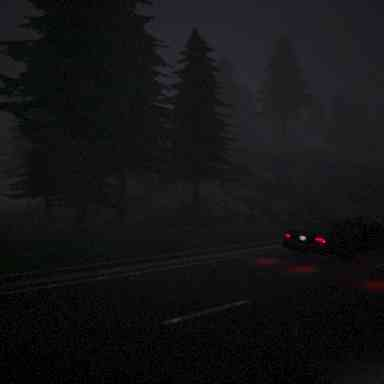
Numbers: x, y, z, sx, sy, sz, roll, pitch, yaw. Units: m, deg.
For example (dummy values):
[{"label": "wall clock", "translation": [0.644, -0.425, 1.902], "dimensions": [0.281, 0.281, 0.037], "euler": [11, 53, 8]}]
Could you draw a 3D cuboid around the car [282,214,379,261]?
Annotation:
[{"label": "car", "translation": [5.626, 1.528, 12.151], "dimensions": [5.357, 1.411, 2.033], "euler": [0, 0, -35]}]

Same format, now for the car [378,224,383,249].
[{"label": "car", "translation": [7.658, 1.527, 9.301], "dimensions": [5.357, 1.411, 2.033], "euler": [0, 0, -35]}]
